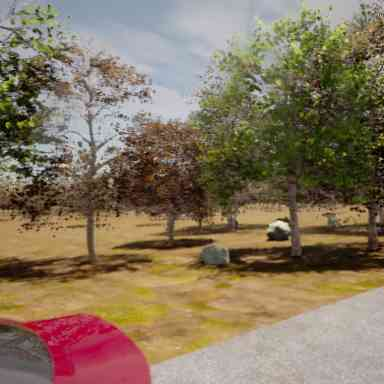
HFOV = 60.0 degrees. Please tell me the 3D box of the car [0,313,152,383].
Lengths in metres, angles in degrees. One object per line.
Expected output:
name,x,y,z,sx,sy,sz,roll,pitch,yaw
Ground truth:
car,-2.522,1.477,1.295,5.008,1.535,1.882,0,0,-35
